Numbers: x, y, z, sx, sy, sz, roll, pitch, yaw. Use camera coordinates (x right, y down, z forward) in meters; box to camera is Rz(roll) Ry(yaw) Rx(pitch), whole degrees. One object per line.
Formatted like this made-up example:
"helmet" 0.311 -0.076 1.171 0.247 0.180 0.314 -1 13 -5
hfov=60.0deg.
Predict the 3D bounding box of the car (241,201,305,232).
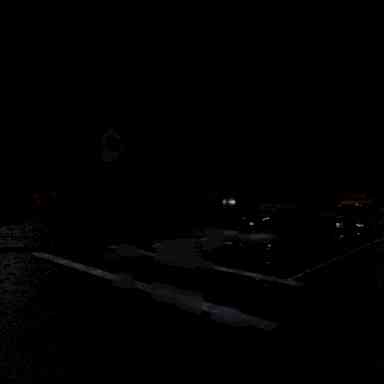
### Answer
"car" 4.552 1.252 18.174 1.812 1.442 4.674 0 1 44

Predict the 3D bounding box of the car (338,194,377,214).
"car" 14.002 0.965 28.098 1.882 1.535 5.008 0 1 44
